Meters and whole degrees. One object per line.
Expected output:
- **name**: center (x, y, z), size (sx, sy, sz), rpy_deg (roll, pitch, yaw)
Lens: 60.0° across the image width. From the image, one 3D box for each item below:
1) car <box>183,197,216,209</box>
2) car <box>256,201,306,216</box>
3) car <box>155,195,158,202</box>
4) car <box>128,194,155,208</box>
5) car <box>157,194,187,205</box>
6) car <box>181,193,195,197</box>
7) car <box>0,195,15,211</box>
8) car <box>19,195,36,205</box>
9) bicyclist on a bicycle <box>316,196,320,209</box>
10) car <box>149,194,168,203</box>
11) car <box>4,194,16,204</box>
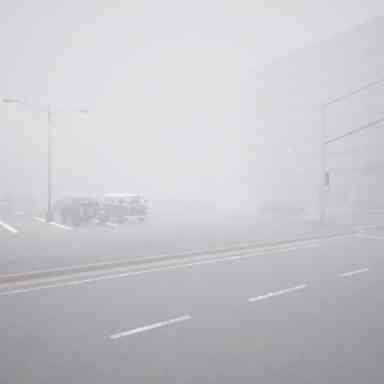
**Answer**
- **car**: center (1.225, 1.656, 45.332), size (1.895, 1.301, 4.718), rpy_deg (0, 0, -35)
- **car**: center (9.053, 1.603, 34.350), size (2.033, 1.411, 5.357), rpy_deg (0, 0, -36)
- **car**: center (-8.989, 1.547, 66.007), size (2.128, 1.511, 4.902), rpy_deg (0, 0, -35)
- **car**: center (-9.079, 1.405, 59.940), size (2.097, 1.767, 4.553), rpy_deg (0, 0, -35)
- **car**: center (-3.574, 1.533, 58.429), size (1.882, 1.535, 5.008), rpy_deg (0, 0, -36)
- **car**: center (-1.521, 1.277, 61.582), size (2.150, 2.045, 5.566), rpy_deg (0, 0, -35)
- **car**: center (-21.843, 1.451, 37.873), size (1.970, 1.475, 3.806), rpy_deg (0, 0, -35)
- **car**: center (-27.331, 1.209, 55.321), size (1.932, 1.855, 4.605), rpy_deg (0, 0, -35)
- **bicyclist on a bicycle**: center (16.475, 1.356, 42.858), size (1.656, 1.620, 0.582), rpy_deg (0, 0, -35)
- **car**: center (-7.056, 1.407, 69.343), size (2.097, 1.767, 4.553), rpy_deg (0, 0, -35)
- **car**: center (-29.725, 1.212, 53.694), size (1.905, 1.878, 3.866), rpy_deg (0, 0, -35)
